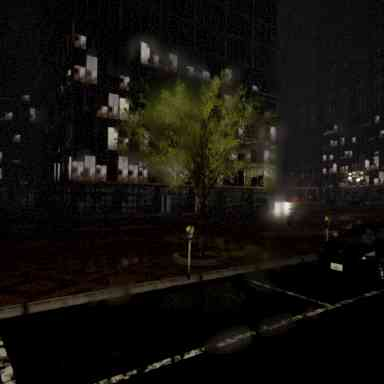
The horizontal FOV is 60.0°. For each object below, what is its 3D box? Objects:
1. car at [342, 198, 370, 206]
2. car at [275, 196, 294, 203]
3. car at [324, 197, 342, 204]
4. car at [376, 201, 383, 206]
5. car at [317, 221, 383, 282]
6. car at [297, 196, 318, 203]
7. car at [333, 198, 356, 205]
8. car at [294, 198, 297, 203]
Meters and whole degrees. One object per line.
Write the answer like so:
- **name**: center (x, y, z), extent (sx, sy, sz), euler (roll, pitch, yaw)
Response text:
- **car**: center (29.610, 1.766, 59.316), extent (2.008, 1.369, 4.403), euler (1, -1, -20)
- **car**: center (21.897, 1.799, 80.313), extent (1.967, 1.590, 4.097), euler (1, -1, -20)
- **car**: center (27.683, 1.692, 64.566), extent (1.967, 1.590, 4.097), euler (1, -1, -20)
- **car**: center (36.942, 1.893, 62.207), extent (1.752, 1.417, 4.829), euler (1, -1, -20)
- **car**: center (5.565, 1.574, 9.832), extent (4.313, 1.339, 1.947), euler (0, 1, -34)
- **car**: center (29.286, 1.825, 83.055), extent (2.192, 1.841, 5.009), euler (1, -1, -20)
- **car**: center (33.142, 1.989, 72.550), extent (2.008, 1.369, 4.403), euler (1, -1, -20)
- **car**: center (27.352, 2.127, 88.303), extent (1.802, 1.307, 4.206), euler (1, -1, -20)
